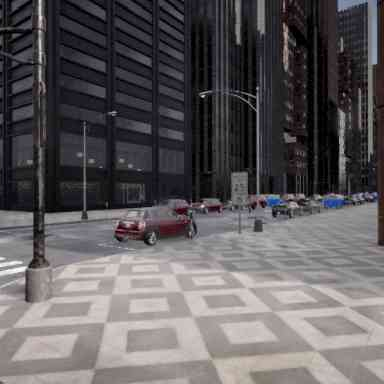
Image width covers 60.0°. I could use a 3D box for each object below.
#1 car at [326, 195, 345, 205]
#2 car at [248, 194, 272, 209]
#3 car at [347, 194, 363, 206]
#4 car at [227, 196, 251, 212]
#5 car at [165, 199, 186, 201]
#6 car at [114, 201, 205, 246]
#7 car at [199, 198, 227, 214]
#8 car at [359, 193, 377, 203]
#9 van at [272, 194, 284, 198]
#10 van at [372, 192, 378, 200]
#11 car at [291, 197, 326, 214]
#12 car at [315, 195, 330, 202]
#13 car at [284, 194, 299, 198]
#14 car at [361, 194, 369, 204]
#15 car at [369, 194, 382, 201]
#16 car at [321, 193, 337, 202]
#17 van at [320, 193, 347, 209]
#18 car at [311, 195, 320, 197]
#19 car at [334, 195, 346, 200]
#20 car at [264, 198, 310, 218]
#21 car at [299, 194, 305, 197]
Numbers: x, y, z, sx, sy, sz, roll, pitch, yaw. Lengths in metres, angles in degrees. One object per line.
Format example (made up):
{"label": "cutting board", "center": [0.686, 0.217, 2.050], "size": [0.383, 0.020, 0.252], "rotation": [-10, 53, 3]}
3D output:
{"label": "car", "center": [23.805, 1.337, 54.958], "size": [1.882, 1.535, 5.008], "rotation": [0, 0, 35]}
{"label": "car", "center": [7.951, 1.233, 42.943], "size": [2.192, 1.841, 5.009], "rotation": [0, 0, 36]}
{"label": "car", "center": [24.704, 1.419, 51.646], "size": [1.947, 1.339, 4.313], "rotation": [0, 0, 36]}
{"label": "car", "center": [4.678, 1.481, 38.388], "size": [2.008, 1.369, 4.403], "rotation": [0, 0, 36]}
{"label": "car", "center": [-1.870, 1.396, 29.277], "size": [1.967, 1.590, 4.097], "rotation": [0, 0, 36]}
{"label": "car", "center": [-1.483, 1.393, 15.208], "size": [1.967, 1.590, 4.097], "rotation": [0, 0, 36]}
{"label": "car", "center": [1.404, 1.383, 33.832], "size": [1.967, 1.590, 4.097], "rotation": [0, 0, 36]}
{"label": "car", "center": [34.525, 1.370, 65.311], "size": [1.887, 1.381, 4.507], "rotation": [0, 0, 36]}
{"label": "van", "center": [11.224, 1.247, 47.497], "size": [1.690, 1.788, 3.998], "rotation": [0, 0, 36]}
{"label": "van", "center": [37.798, 1.157, 69.865], "size": [1.690, 1.788, 3.998], "rotation": [0, 0, 36]}
{"label": "car", "center": [11.611, 1.465, 33.427], "size": [1.947, 1.339, 4.313], "rotation": [0, 0, 36]}
{"label": "car", "center": [27.593, 1.406, 70.274], "size": [2.008, 1.369, 4.403], "rotation": [0, 0, 36]}
{"label": "car", "center": [14.498, 1.210, 52.053], "size": [2.192, 1.841, 5.009], "rotation": [0, 0, 36]}
{"label": "car", "center": [27.978, 1.409, 56.201], "size": [1.947, 1.339, 4.313], "rotation": [0, 0, 36]}
{"label": "car", "center": [41.071, 1.247, 74.420], "size": [1.967, 1.590, 4.097], "rotation": [0, 0, 36]}
{"label": "car", "center": [30.866, 1.162, 74.829], "size": [2.192, 1.841, 5.009], "rotation": [0, 0, 36]}
{"label": "van", "center": [18.157, 1.216, 42.536], "size": [1.690, 1.788, 3.998], "rotation": [0, 0, 36]}
{"label": "car", "center": [24.319, 1.305, 65.718], "size": [1.967, 1.590, 4.097], "rotation": [0, 0, 36]}
{"label": "car", "center": [37.414, 1.396, 83.939], "size": [1.947, 1.339, 4.313], "rotation": [0, 0, 36]}
{"label": "car", "center": [8.337, 1.463, 28.872], "size": [2.008, 1.369, 4.403], "rotation": [0, 0, 36]}
{"label": "car", "center": [17.771, 1.199, 56.607], "size": [2.192, 1.841, 5.009], "rotation": [0, 0, 36]}
